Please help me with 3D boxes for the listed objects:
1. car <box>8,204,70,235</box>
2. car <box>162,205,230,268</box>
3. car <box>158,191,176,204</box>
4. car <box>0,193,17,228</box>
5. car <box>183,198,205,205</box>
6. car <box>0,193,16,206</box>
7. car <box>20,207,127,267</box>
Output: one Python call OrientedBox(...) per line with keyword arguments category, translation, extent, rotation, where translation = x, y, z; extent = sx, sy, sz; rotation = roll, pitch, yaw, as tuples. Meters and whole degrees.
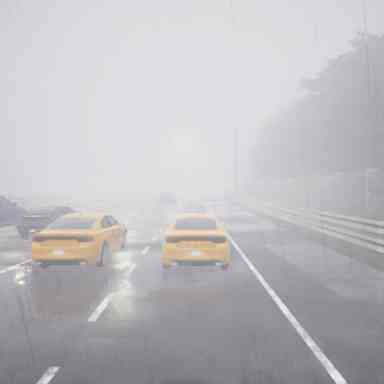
OrientedBox(category="car", translation=(-6.870, 1.394, 16.741), extent=(1.837, 1.490, 4.892), rotation=(0, 1, 0))
OrientedBox(category="car", translation=(0.114, 1.425, 11.085), extent=(1.882, 1.535, 5.008), rotation=(0, 0, 0))
OrientedBox(category="car", translation=(-3.295, 0.687, 44.875), extent=(2.097, 1.767, 4.553), rotation=(0, 1, 1))
OrientedBox(category="car", translation=(-10.371, 1.112, 16.647), extent=(2.150, 2.045, 5.566), rotation=(0, 1, 0))
OrientedBox(category="car", translation=(0.188, 1.213, 29.151), extent=(1.812, 1.442, 4.674), rotation=(0, 1, 0))
OrientedBox(category="car", translation=(-24.393, 0.881, 41.850), extent=(1.882, 1.535, 5.008), rotation=(0, 1, 1))
OrientedBox(category="car", translation=(-3.487, 1.425, 11.207), extent=(1.882, 1.535, 5.008), rotation=(0, 0, 0))
